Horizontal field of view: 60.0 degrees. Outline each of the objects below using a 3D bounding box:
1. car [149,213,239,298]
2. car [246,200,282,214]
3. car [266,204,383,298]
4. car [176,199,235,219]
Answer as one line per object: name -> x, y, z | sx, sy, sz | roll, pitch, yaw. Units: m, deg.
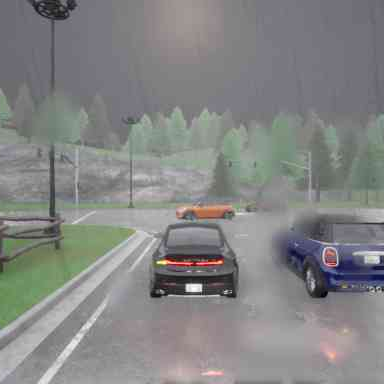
car -> 0.051, 1.505, 8.502 | 1.837, 1.490, 4.892 | 0, 0, 0
car -> 7.709, 1.564, 34.467 | 4.181, 1.385, 1.994 | 0, 0, -8
car -> 3.552, 1.352, 8.667 | 2.097, 1.767, 4.553 | 0, 0, 0
car -> 1.009, 1.352, 26.244 | 4.553, 1.767, 2.097 | 0, 0, -11
